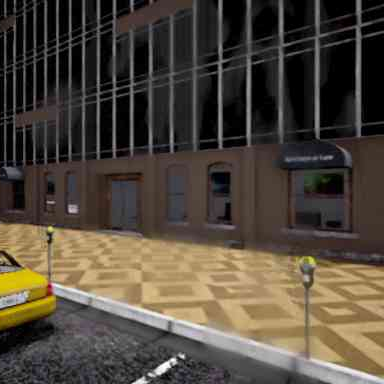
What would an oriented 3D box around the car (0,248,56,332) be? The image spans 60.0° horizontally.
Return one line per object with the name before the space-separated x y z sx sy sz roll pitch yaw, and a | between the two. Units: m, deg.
car | -4.424 1.481 6.036 4.829 1.417 1.752 0 0 36
